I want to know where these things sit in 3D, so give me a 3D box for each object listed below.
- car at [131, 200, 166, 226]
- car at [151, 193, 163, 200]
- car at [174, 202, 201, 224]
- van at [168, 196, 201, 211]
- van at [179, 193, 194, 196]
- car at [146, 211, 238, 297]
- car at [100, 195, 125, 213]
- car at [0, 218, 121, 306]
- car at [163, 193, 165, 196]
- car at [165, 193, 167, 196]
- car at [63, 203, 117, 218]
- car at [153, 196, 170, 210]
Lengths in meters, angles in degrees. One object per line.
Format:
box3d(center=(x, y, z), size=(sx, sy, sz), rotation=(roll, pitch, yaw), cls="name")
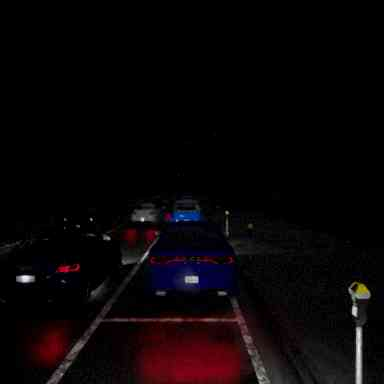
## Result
box3d(center=(-3.143, 1.515, 23.485), size=(1.812, 1.442, 4.674), rotation=(0, 0, 0), cls="car")
box3d(center=(-8.815, 1.432, 80.459), size=(1.752, 1.417, 4.829), rotation=(0, 0, 0), cls="car")
box3d(center=(-0.290, 1.532, 25.659), size=(1.887, 1.381, 4.507), rotation=(0, 0, 0), cls="car")
box3d(center=(-0.290, 1.333, 19.998), size=(1.690, 1.788, 3.998), rotation=(0, 0, 0), cls="van")
box3d(center=(-0.290, 1.317, 36.980), size=(1.690, 1.788, 3.998), rotation=(0, 0, 0), cls="van")
box3d(center=(-0.005, 1.475, 8.650), size=(1.882, 1.535, 5.008), rotation=(0, 0, 0), cls="car")
box3d(center=(-8.815, 1.291, 36.940), size=(2.192, 1.841, 5.009), rotation=(0, 0, 0), cls="car")
box3d(center=(-3.048, 1.562, 8.102), size=(1.994, 1.385, 4.181), rotation=(0, 0, 0), cls="car")
box3d(center=(-8.815, 1.450, 86.079), size=(2.008, 1.369, 4.403), rotation=(0, 0, 0), cls="car")
box3d(center=(-8.815, 1.438, 91.530), size=(1.887, 1.381, 4.507), rotation=(0, 0, 0), cls="car")
box3d(center=(-6.251, 1.592, 20.464), size=(1.895, 1.301, 4.718), rotation=(0, 0, 0), cls="car")
box3d(center=(-3.047, 1.500, 37.924), size=(1.812, 1.442, 4.674), rotation=(0, 0, 0), cls="car")
